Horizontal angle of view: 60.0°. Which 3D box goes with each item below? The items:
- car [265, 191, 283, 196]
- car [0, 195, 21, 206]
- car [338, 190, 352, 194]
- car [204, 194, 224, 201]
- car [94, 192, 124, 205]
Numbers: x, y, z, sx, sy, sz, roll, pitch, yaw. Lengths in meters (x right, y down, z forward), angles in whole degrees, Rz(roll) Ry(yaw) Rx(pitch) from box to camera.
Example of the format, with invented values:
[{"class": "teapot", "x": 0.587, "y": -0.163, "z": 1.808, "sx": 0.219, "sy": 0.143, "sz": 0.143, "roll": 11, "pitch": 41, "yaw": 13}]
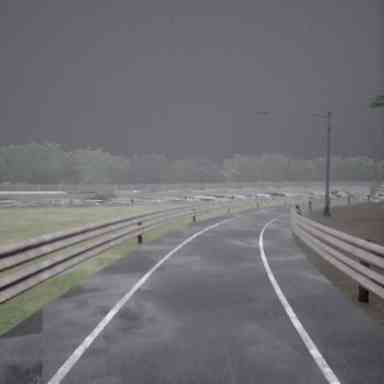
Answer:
[{"class": "car", "x": 19.151, "y": 0.487, "z": 77.480, "sx": 4.553, "sy": 1.767, "sz": 2.097, "roll": -2, "pitch": 3, "yaw": -24}, {"class": "car", "x": -30.490, "y": 1.364, "z": 55.219, "sx": 4.553, "sy": 1.767, "sz": 2.097, "roll": 0, "pitch": 2, "yaw": -24}, {"class": "car", "x": 39.415, "y": 0.111, "z": 86.565, "sx": 4.674, "sy": 1.442, "sz": 1.812, "roll": -1, "pitch": 3, "yaw": -24}, {"class": "car", "x": 4.586, "y": 1.107, "z": 70.963, "sx": 4.902, "sy": 1.511, "sz": 2.128, "roll": -2, "pitch": 3, "yaw": -24}, {"class": "car", "x": -15.462, "y": 1.105, "z": 61.959, "sx": 5.566, "sy": 2.045, "sz": 2.150, "roll": -1, "pitch": 2, "yaw": -24}]
